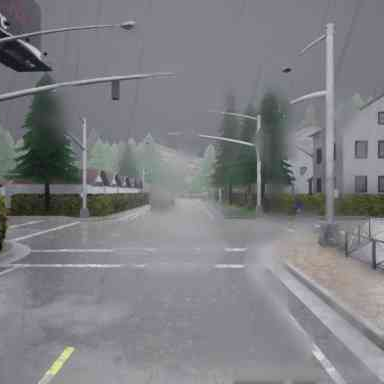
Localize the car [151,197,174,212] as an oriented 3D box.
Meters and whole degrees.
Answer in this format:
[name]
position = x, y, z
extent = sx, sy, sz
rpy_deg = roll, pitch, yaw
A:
[car]
position = -3.568, 1.547, 38.440
extent = 2.033, 1.411, 5.357
rpy_deg = 0, 0, 0
